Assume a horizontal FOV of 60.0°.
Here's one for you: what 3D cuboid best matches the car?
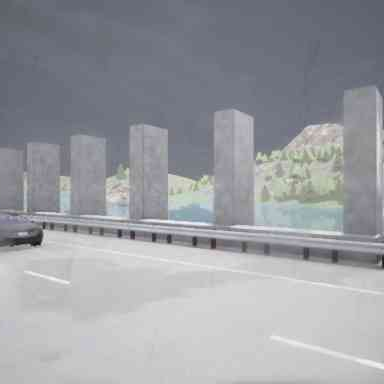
[{"bbox_3d":[-8.121,1.570,13.993,4.181,1.385,1.994,0,0,36],"label":"car"}]
